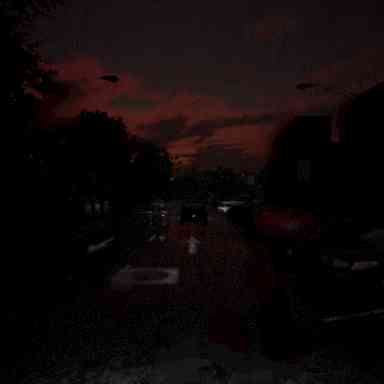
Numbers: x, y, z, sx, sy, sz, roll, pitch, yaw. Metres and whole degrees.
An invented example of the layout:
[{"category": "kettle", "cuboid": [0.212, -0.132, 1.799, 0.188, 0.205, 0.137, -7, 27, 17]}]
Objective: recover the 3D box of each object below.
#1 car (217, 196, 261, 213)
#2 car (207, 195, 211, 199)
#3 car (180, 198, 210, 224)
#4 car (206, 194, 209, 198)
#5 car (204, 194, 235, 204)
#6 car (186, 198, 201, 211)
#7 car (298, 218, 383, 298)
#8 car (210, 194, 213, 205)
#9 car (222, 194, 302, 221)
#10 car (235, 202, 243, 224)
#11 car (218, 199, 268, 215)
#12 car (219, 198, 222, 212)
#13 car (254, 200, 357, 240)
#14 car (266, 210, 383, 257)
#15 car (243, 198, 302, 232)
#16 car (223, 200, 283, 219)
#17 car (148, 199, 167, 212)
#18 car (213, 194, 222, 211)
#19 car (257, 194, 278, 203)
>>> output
[{"category": "car", "cuboid": [5.379, 1.410, 38.339, 4.553, 1.767, 2.185, 1, 0, -20]}, {"category": "car", "cuboid": [5.437, 1.578, 50.360, 5.008, 1.535, 2.097, 1, 0, -20]}, {"category": "car", "cuboid": [0.130, 1.496, 25.284, 1.882, 1.535, 5.008, 0, 0, 0]}, {"category": "car", "cuboid": [5.278, 1.607, 59.304, 5.366, 1.575, 1.946, 1, 0, -20]}, {"category": "car", "cuboid": [5.473, 1.385, 65.398, 5.566, 2.045, 2.435, 1, 0, -20]}, {"category": "car", "cuboid": [0.160, 1.570, 42.768, 1.837, 1.490, 4.892, 0, 0, 0]}, {"category": "car", "cuboid": [5.312, 1.527, 8.320, 4.674, 1.452, 2.002, 1, 0, -20]}, {"category": "car", "cuboid": [5.472, 1.442, 47.357, 4.553, 1.767, 2.185, 1, 0, -20]}, {"category": "car", "cuboid": [5.343, 1.249, 23.308, 5.566, 2.045, 2.435, 1, 0, -20]}, {"category": "car", "cuboid": [5.339, 1.536, 20.330, 4.674, 1.452, 2.002, 1, 0, -20]}, {"category": "car", "cuboid": [5.374, 1.557, 35.324, 4.792, 1.488, 2.163, 1, 0, -20]}, {"category": "car", "cuboid": [5.190, 1.500, 26.266, 5.366, 1.575, 1.946, 1, 0, -20]}, {"category": "car", "cuboid": [5.356, 1.365, 14.332, 4.553, 1.767, 2.185, 1, 0, -20]}, {"category": "car", "cuboid": [5.288, 1.517, 11.312, 4.792, 1.488, 2.163, 1, 0, -20]}, {"category": "car", "cuboid": [5.365, 1.367, 17.333, 4.553, 1.767, 2.185, 1, 0, -20]}, {"category": "car", "cuboid": [5.348, 1.542, 29.323, 4.792, 1.488, 2.163, 1, 0, -20]}, {"category": "car", "cuboid": [-4.042, 1.583, 40.365, 1.812, 1.442, 4.674, 0, 0, 0]}, {"category": "car", "cuboid": [5.365, 1.267, 32.325, 5.566, 2.045, 2.435, 1, 0, -20]}, {"category": "car", "cuboid": [18.454, 1.455, 81.377, 2.435, 2.045, 5.566, 0, 0, -21]}]
